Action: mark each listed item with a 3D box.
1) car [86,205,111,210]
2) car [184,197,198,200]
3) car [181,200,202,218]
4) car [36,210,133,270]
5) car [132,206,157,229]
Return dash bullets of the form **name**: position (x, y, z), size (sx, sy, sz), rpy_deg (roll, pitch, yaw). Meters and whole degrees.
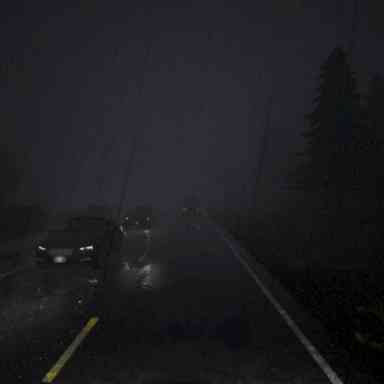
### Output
- **car**: position (-6.546, 1.674, 23.021), size (1.816, 1.474, 4.193), rpy_deg (6, -1, -2)
- **car**: position (-0.118, 1.638, 44.023), size (2.150, 2.045, 5.566), rpy_deg (0, -1, 0)
- **car**: position (-0.040, 1.849, 34.084), size (1.812, 1.442, 4.674), rpy_deg (0, -1, 0)
- **car**: position (-3.632, 1.602, 11.560), size (2.128, 1.511, 4.902), rpy_deg (0, 0, 0)
- **car**: position (-3.577, 1.753, 23.917), size (1.812, 1.442, 4.674), rpy_deg (0, -1, 0)
